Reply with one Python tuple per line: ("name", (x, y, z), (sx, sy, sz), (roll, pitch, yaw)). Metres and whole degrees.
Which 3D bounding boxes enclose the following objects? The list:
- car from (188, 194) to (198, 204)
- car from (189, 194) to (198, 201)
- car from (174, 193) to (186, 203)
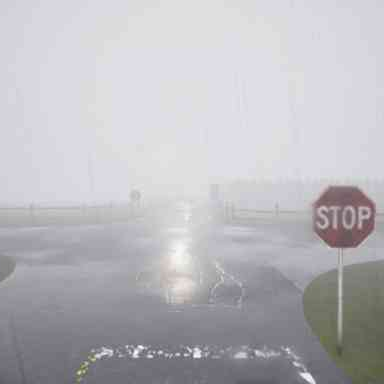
("car", (0.241, 1.535, 63.543), (1.895, 1.301, 4.718), (0, 0, 0))
("car", (0.279, 1.249, 73.517), (1.837, 1.490, 4.892), (0, 0, 0))
("car", (-2.493, 1.148, 67.664), (2.150, 2.045, 5.566), (0, 0, 0))
